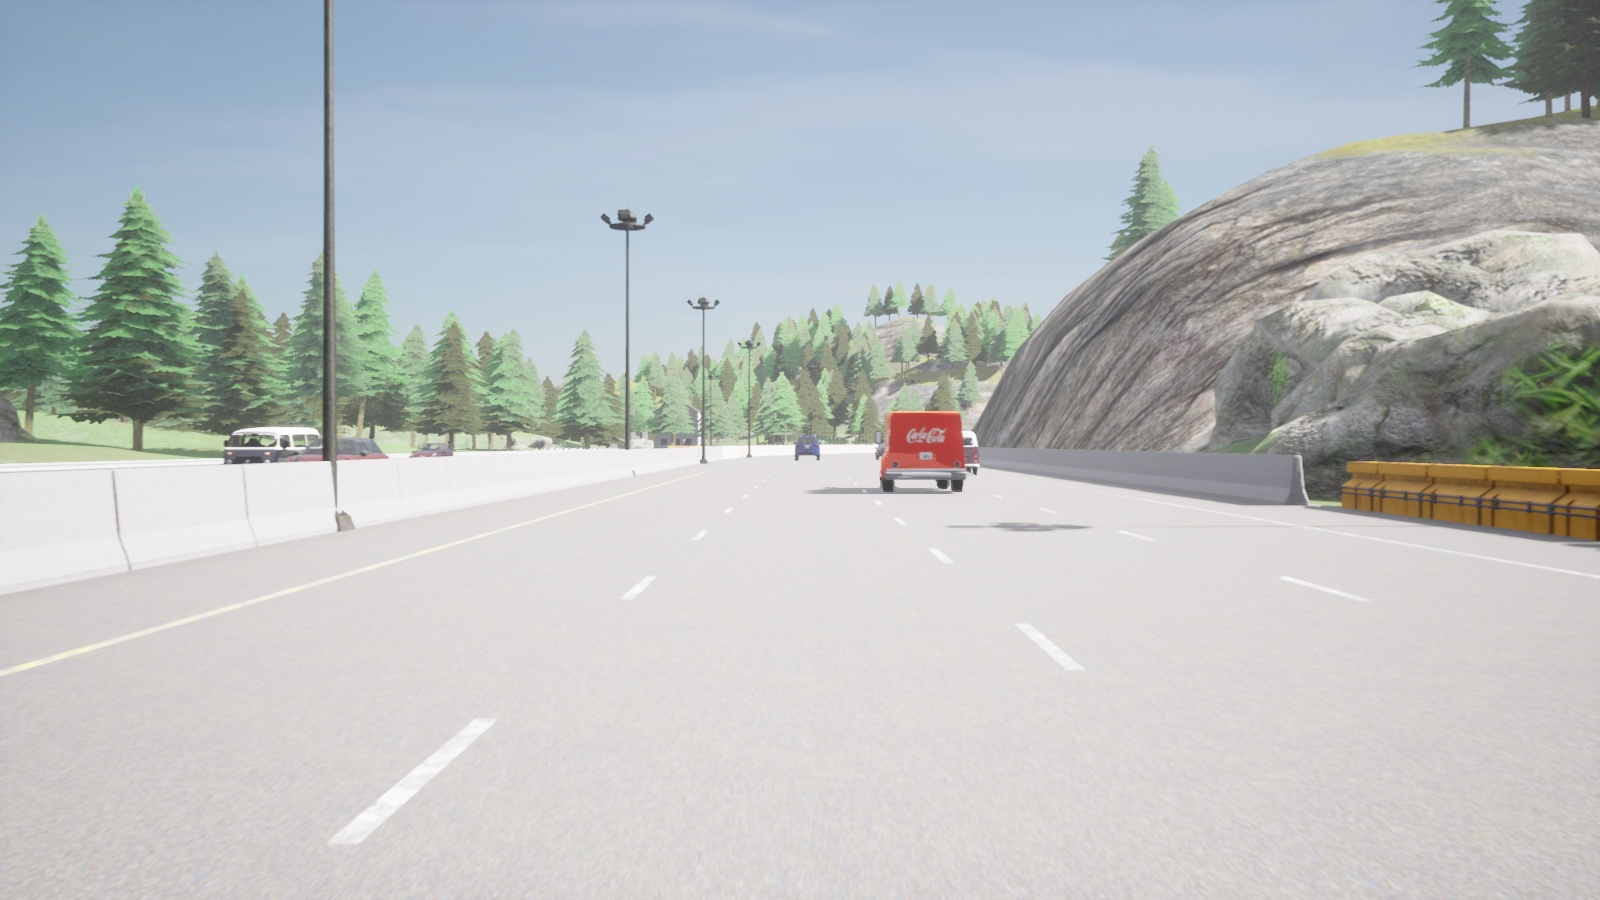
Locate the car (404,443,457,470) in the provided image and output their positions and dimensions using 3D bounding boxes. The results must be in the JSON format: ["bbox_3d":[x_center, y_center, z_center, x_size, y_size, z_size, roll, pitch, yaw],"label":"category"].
[{"bbox_3d":[-20.586,0.349,70.061,1.845,1.501,3.633,0,0,0],"label":"car"}]

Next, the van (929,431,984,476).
[{"bbox_3d":[7.354,0.140,59.512,2.069,2.038,4.480,0,0,0],"label":"van"}]

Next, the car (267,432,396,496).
[{"bbox_3d":[-13.773,0.384,37.198,2.097,1.767,4.553,0,0,0],"label":"car"}]

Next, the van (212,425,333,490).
[{"bbox_3d":[-17.250,0.223,41.335,2.069,2.038,4.480,0,0,0],"label":"van"}]

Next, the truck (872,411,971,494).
[{"bbox_3d":[3.742,0.043,39.679,2.627,2.467,5.204,0,1,0],"label":"truck"}]
